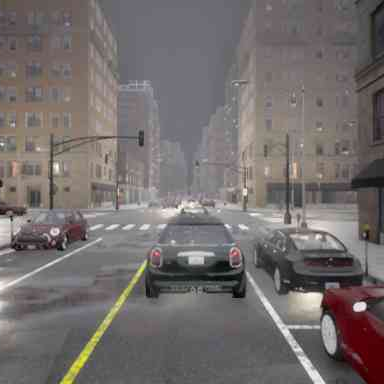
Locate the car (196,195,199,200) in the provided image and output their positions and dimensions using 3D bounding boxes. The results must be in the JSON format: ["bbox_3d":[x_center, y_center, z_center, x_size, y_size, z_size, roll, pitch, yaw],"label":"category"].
[{"bbox_3d":[2.546,1.590,69.002,2.192,1.841,5.009,0,0,0],"label":"car"}]

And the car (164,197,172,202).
[{"bbox_3d":[-6.098,1.957,85.470,1.802,1.307,4.206,0,0,0],"label":"car"}]

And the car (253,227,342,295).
[{"bbox_3d":[2.695,1.577,8.553,2.008,1.369,4.403,0,0,0],"label":"car"}]

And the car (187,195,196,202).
[{"bbox_3d":[-0.204,1.927,79.982,1.895,1.301,4.718,0,0,0],"label":"car"}]

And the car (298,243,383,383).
[{"bbox_3d":[2.682,1.554,3.062,1.887,1.381,4.507,0,0,0],"label":"car"}]

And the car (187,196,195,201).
[{"bbox_3d":[-0.276,1.791,89.958,1.994,1.385,4.181,0,0,0],"label":"car"}]

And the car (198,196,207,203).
[{"bbox_3d":[2.467,1.781,80.015,1.967,1.590,4.097,0,0,0],"label":"car"}]

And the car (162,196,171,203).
[{"bbox_3d":[-6.058,1.779,79.963,1.967,1.590,4.097,0,0,0],"label":"car"}]

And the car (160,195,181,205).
[{"bbox_3d":[-3.059,1.523,48.177,2.097,1.767,4.553,0,0,-1],"label":"car"}]

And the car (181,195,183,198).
[{"bbox_3d":[-3.133,1.749,68.484,1.882,1.535,5.008,0,0,0],"label":"car"}]

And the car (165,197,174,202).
[{"bbox_3d":[-6.138,1.979,90.978,1.947,1.339,4.313,0,0,0],"label":"car"}]

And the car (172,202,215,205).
[{"bbox_3d":[0.069,1.550,18.158,2.128,1.511,4.902,0,0,-2],"label":"car"}]

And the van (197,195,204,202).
[{"bbox_3d":[2.388,1.755,91.030,1.690,1.788,3.998,0,0,0],"label":"van"}]

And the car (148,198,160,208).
[{"bbox_3d":[-5.862,1.740,52.423,2.008,1.369,4.403,0,0,0],"label":"car"}]

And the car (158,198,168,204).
[{"bbox_3d":[-5.981,1.855,68.946,1.802,1.307,4.206,0,0,0],"label":"car"}]

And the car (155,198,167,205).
[{"bbox_3d":[-5.941,1.788,63.439,1.887,1.381,4.507,0,0,0],"label":"car"}]

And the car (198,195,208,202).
[{"bbox_3d":[2.583,1.771,63.664,1.752,1.417,4.829,0,0,0],"label":"car"}]

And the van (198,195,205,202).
[{"bbox_3d":[2.428,1.717,85.523,1.690,1.788,3.998,0,0,0],"label":"van"}]

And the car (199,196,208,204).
[{"bbox_3d":[2.506,1.747,74.509,1.967,1.590,4.097,0,0,0],"label":"car"}]

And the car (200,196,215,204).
[{"bbox_3d":[2.663,1.735,52.480,1.887,1.381,4.507,0,0,0],"label":"car"}]

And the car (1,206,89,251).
[{"bbox_3d":[-5.817,1.484,14.061,1.967,1.590,4.097,0,0,0],"label":"car"}]

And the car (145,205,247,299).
[{"bbox_3d":[0.062,1.378,8.678,2.097,1.767,4.553,0,0,-1],"label":"car"}]

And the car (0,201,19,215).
[{"bbox_3d":[-17.603,1.486,30.100,5.008,1.535,1.882,0,-1,-2],"label":"car"}]
